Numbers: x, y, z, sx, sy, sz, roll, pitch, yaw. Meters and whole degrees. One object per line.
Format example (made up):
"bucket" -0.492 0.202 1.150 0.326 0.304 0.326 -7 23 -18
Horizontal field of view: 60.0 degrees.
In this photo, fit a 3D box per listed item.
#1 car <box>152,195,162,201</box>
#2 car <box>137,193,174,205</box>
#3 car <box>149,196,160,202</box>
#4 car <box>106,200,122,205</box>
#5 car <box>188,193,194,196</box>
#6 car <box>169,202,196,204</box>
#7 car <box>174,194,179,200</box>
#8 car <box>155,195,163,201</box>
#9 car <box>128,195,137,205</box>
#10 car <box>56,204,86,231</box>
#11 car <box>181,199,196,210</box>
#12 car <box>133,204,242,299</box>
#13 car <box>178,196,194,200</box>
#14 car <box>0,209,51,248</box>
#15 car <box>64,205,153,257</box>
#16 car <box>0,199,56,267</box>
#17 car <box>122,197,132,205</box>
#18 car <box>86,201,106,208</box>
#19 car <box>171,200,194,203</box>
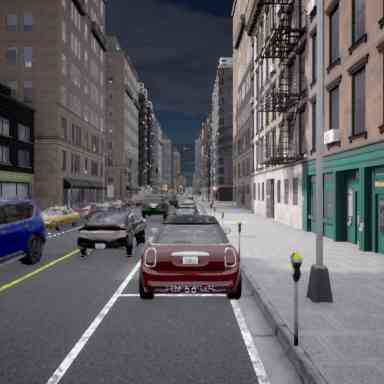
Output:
"car" -8.408 1.510 79.763 1.887 1.381 4.507 0 0 0
"car" -3.040 1.221 28.989 2.150 2.045 5.566 0 0 0
"car" -8.408 1.521 74.308 2.008 1.369 4.403 0 0 0
"car" -8.408 1.548 31.607 2.008 1.369 4.403 0 0 0
"car" -0.382 1.395 90.663 1.967 1.590 4.097 0 0 0
"car" -0.383 1.566 20.772 1.947 1.339 4.313 0 0 0
"car" -2.922 1.210 45.236 2.150 2.045 5.566 0 0 0
"car" -8.408 1.486 85.047 1.752 1.417 4.829 0 0 0
"car" -8.408 1.302 47.845 2.192 1.841 5.009 0 0 0
"car" -8.408 1.525 20.611 1.752 1.417 4.829 0 0 0
"car" -0.383 1.572 42.423 1.802 1.307 4.206 0 0 0
"car" -0.033 1.352 8.620 2.097 1.767 4.553 0 0 0
"car" -0.383 1.519 37.181 1.752 1.417 4.829 0 0 0
"car" -8.408 1.566 15.368 1.947 1.339 4.313 0 0 0
"car" -2.922 1.492 13.018 2.128 1.511 4.902 0 0 0
"car" -5.869 1.221 8.704 2.150 2.045 5.566 0 0 0
"car" -8.408 1.545 37.020 2.008 1.369 4.403 0 0 0
"car" -8.408 1.581 26.194 1.802 1.307 4.206 0 0 0
"car" -0.383 1.565 26.185 1.947 1.339 4.313 0 0 0
